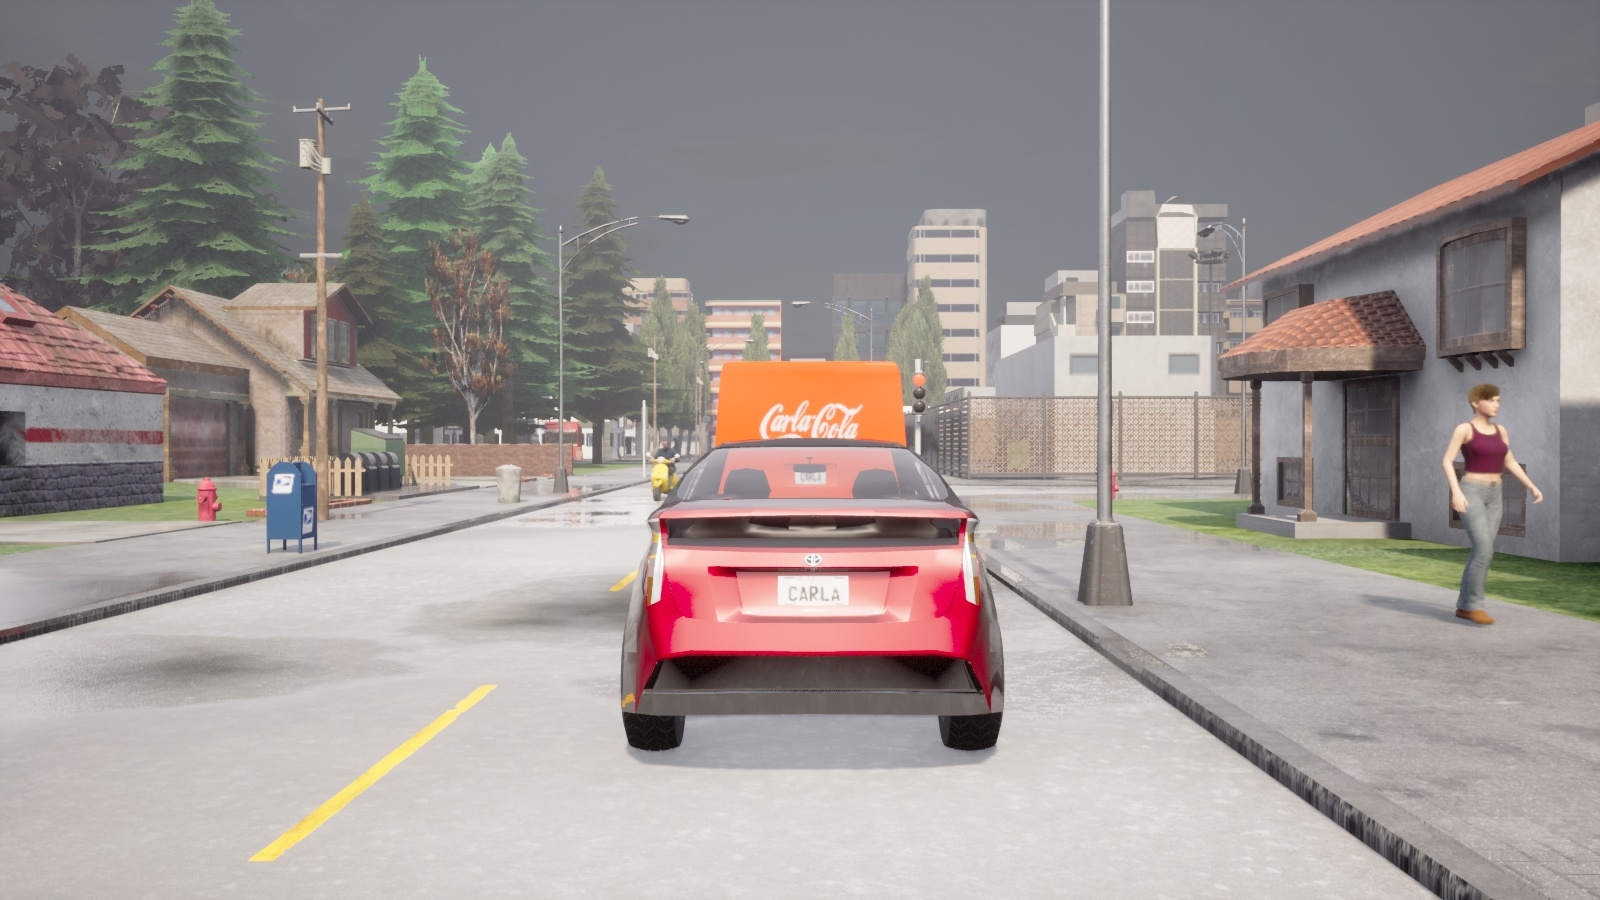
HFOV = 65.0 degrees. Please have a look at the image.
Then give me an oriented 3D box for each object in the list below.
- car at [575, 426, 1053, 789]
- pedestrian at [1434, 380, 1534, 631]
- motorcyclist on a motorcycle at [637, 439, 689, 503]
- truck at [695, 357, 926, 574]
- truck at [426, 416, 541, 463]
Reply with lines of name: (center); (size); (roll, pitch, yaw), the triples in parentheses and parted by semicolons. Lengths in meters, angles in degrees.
car: (0.061, 0.651, 7.533); (2.007, 1.525, 4.514); (0, 0, 0)
pedestrian: (5.176, 0.407, 9.520); (0.345, 1.836, 0.594); (0, 0, -15)
motorcyclist on a motorcycle: (-3.519, 0.514, 32.384); (0.866, 1.590, 1.817); (1, 0, 9)
truck: (0.118, 0.164, 16.898); (2.627, 2.467, 5.204); (0, 0, 0)
truck: (-23.756, -0.788, 94.488); (7.936, 3.462, 2.891); (0, 0, 2)
